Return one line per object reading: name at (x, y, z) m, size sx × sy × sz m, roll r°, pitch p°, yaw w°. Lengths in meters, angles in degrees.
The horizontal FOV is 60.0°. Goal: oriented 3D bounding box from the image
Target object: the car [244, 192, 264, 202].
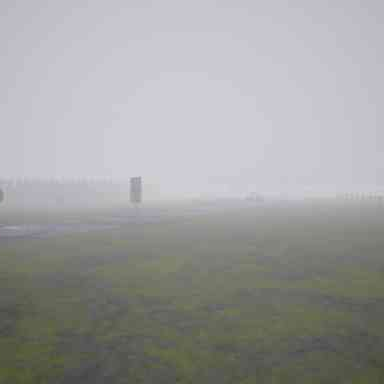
car at (10.111, 0.759, 54.158) m, size 2.097 × 1.767 × 4.553 m, roll 0°, pitch 1°, yaw 31°
